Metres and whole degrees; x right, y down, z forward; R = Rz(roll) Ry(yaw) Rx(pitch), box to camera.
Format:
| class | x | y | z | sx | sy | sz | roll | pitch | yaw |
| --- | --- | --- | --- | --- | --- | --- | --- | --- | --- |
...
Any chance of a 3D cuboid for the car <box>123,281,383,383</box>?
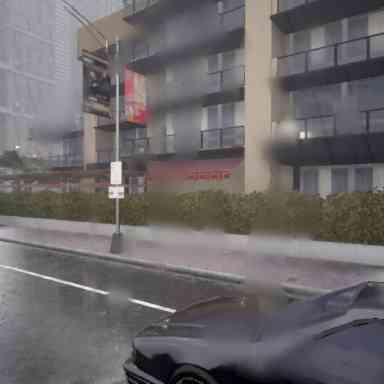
| class | x | y | z | sx | sy | sz | roll | pitch | yaw |
| --- | --- | --- | --- | --- | --- | --- | --- | --- | --- |
| car | 1.896 | 1.548 | 2.693 | 5.357 | 1.411 | 2.033 | 0 | 0 | 35 |
